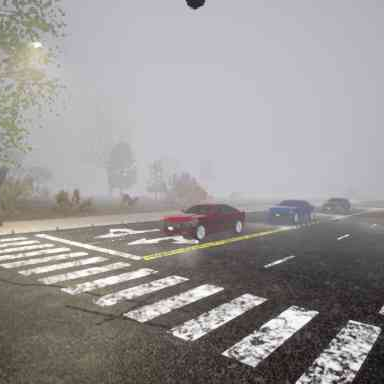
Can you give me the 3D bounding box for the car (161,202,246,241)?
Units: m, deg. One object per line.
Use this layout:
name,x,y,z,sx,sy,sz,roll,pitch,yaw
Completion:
car,0.682,1.240,15.714,1.882,1.535,5.008,2,1,39

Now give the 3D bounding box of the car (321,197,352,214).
car,14.150,1.303,32.484,1.837,1.490,4.892,2,1,39

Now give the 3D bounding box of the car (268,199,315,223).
car,7.196,1.257,23.828,1.882,1.535,5.008,2,1,38
